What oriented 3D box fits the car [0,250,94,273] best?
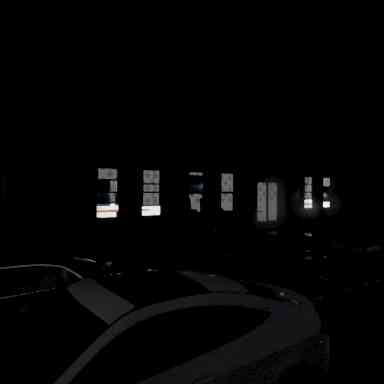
[{"bbox_3d":[-2.931,1.551,4.468,4.403,1.369,2.008,0,0,-35],"label":"car"}]

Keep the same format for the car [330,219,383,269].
[{"bbox_3d":[6.345,1.582,11.068,4.206,1.307,1.802,0,0,-35],"label":"car"}]

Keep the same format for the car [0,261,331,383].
[{"bbox_3d":[-0.654,1.526,2.909,4.674,1.442,1.812,0,0,-35],"label":"car"}]
